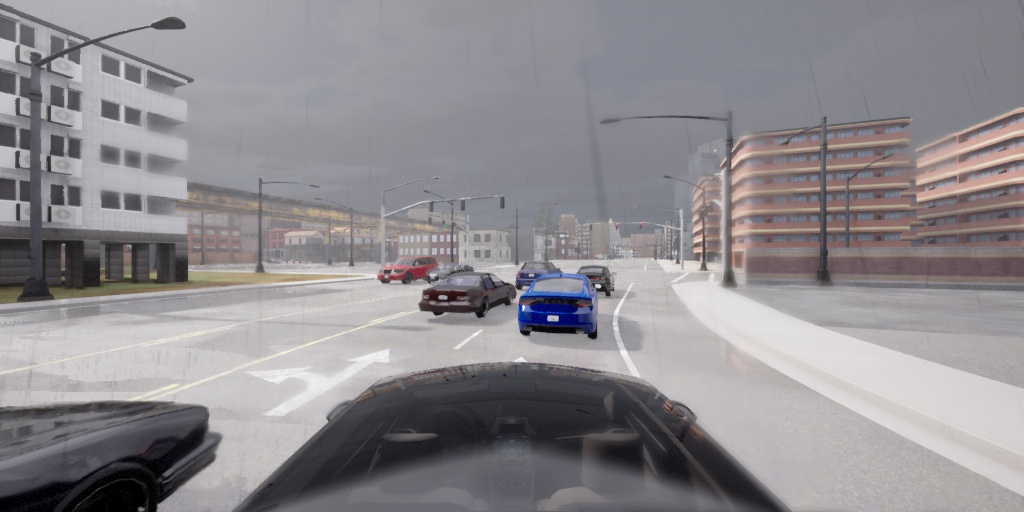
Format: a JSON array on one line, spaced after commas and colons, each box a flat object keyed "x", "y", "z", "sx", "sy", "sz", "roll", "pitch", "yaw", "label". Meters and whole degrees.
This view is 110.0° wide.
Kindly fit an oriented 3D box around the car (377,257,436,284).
[{"x": -7.657, "y": 1.067, "z": 27.225, "sx": 2.150, "sy": 2.045, "sz": 5.566, "roll": 0, "pitch": 0, "yaw": 21, "label": "car"}]

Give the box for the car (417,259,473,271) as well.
[{"x": -4.373, "y": 1.190, "z": 26.013, "sx": 2.128, "sy": 1.511, "sz": 4.902, "roll": 0, "pitch": 0, "yaw": 21, "label": "car"}]

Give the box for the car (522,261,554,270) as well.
[{"x": 1.822, "y": 1.102, "z": 22.132, "sx": 2.097, "sy": 1.767, "sz": 4.553, "roll": 0, "pitch": 0, "yaw": 20, "label": "car"}]

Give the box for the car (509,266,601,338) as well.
[{"x": 1.501, "y": 1.228, "z": 10.319, "sx": 1.882, "sy": 1.535, "sz": 5.008, "roll": 0, "pitch": 0, "yaw": 14, "label": "car"}]

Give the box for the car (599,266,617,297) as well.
[{"x": 4.447, "y": 1.255, "z": 19.236, "sx": 1.837, "sy": 1.490, "sz": 4.892, "roll": 0, "pitch": 0, "yaw": 19, "label": "car"}]

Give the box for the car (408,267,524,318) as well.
[{"x": -1.350, "y": 1.297, "z": 13.192, "sx": 2.033, "sy": 1.411, "sz": 5.357, "roll": 0, "pitch": 0, "yaw": 17, "label": "car"}]

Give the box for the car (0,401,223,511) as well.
[{"x": -3.347, "y": 1.297, "z": 0.521, "sx": 2.033, "sy": 1.411, "sz": 5.357, "roll": 0, "pitch": 0, "yaw": -1, "label": "car"}]
